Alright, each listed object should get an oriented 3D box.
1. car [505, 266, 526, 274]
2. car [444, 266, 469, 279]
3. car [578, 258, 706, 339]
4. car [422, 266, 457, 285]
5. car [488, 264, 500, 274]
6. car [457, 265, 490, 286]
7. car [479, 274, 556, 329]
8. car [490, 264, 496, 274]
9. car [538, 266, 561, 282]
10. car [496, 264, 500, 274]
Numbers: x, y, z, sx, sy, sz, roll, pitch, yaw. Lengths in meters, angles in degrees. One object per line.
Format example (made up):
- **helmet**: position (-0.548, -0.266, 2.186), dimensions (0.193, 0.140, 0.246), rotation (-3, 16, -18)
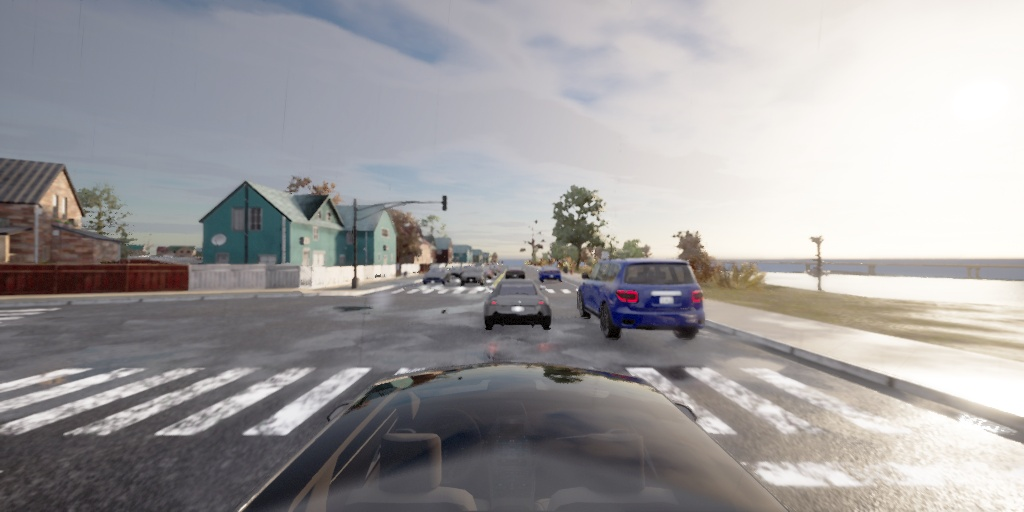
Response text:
- **car**: position (0.309, 1.690, 34.985), dimensions (1.882, 1.535, 5.008), rotation (0, -1, 0)
- **car**: position (-6.322, 1.871, 41.582), dimensions (2.033, 1.411, 5.357), rotation (0, -1, 1)
- **car**: position (3.409, 1.086, 10.551), dimensions (2.150, 2.045, 5.566), rotation (0, 0, 0)
- **car**: position (-6.431, 1.725, 31.391), dimensions (2.033, 1.411, 5.357), rotation (0, -1, -2)
- **car**: position (-2.896, 2.097, 58.872), dimensions (1.812, 1.442, 4.674), rotation (0, -1, 0)
- **car**: position (-3.159, 1.658, 30.287), dimensions (1.837, 1.490, 4.892), rotation (0, -1, 0)
- **car**: position (0.172, 1.451, 11.830), dimensions (1.994, 1.385, 4.181), rotation (0, -1, 0)
- **car**: position (-3.091, 1.812, 39.548), dimensions (1.812, 1.442, 4.674), rotation (0, -1, 1)
- **car**: position (3.555, 1.674, 34.433), dimensions (1.882, 1.535, 5.008), rotation (0, -1, 0)
- **car**: position (-2.970, 1.913, 48.833), dimensions (2.128, 1.511, 4.902), rotation (0, -1, 1)
